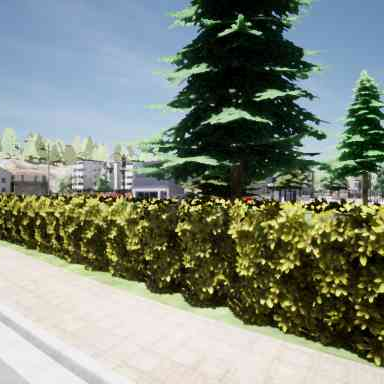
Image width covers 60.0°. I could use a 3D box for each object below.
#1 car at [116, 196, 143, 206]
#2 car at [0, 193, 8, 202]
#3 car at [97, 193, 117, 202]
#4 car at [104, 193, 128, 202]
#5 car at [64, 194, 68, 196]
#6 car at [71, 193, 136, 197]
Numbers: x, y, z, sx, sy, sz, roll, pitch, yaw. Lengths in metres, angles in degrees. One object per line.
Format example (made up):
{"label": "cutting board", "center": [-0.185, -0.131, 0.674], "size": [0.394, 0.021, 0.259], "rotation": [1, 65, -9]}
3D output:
{"label": "car", "center": [-10.055, 1.384, 53.337], "size": [1.970, 1.475, 3.806], "rotation": [0, 0, 44]}
{"label": "car", "center": [-41.764, 1.097, 70.238], "size": [1.932, 1.855, 4.605], "rotation": [0, 0, 44]}
{"label": "car", "center": [-18.212, 1.077, 71.423], "size": [1.905, 1.878, 3.866], "rotation": [0, 0, 44]}
{"label": "car", "center": [-15.854, 1.097, 69.676], "size": [1.932, 1.855, 4.605], "rotation": [0, 0, 44]}
{"label": "car", "center": [-27.320, 1.154, 80.409], "size": [2.152, 1.636, 5.027], "rotation": [0, 0, 44]}
{"label": "car", "center": [-8.077, 1.221, 31.062], "size": [2.150, 2.045, 5.566], "rotation": [0, 0, 44]}
